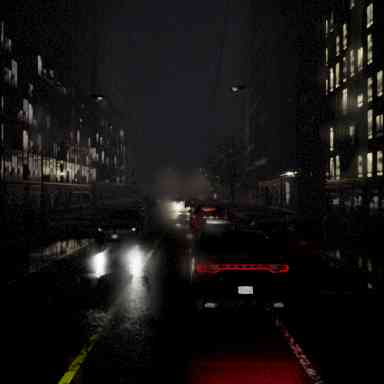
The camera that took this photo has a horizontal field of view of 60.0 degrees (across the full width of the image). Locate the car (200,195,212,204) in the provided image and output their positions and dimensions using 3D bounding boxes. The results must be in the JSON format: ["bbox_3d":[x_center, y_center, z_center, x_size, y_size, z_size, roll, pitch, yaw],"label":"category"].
[{"bbox_3d":[2.599,1.401,62.600,1.967,1.590,4.097,0,0,0],"label":"car"}]

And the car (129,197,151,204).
[{"bbox_3d":[-5.741,1.548,34.130,2.008,1.369,4.403,0,0,0],"label":"car"}]

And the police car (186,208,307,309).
[{"bbox_3d":[0.888,1.425,8.111,1.930,1.638,5.238,0,0,0],"label":"police car"}]

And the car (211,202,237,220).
[{"bbox_3d":[2.648,1.581,28.446,1.802,1.307,4.206,0,0,0],"label":"car"}]

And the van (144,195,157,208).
[{"bbox_3d":[-5.757,1.328,45.515,1.690,1.788,3.998,0,0,0],"label":"van"}]

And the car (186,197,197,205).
[{"bbox_3d":[-0.087,1.531,58.761,1.994,1.385,4.181,0,0,0],"label":"car"}]

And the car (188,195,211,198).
[{"bbox_3d":[0.863,1.351,23.970,2.097,1.767,4.553,0,0,0],"label":"car"}]

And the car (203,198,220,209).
[{"bbox_3d":[2.624,1.538,45.523,2.008,1.369,4.403,0,0,0],"label":"car"}]

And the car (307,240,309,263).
[{"bbox_3d":[2.673,1.582,11.368,1.802,1.307,4.206,0,0,0],"label":"car"}]

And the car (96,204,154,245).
[{"bbox_3d":[-3.124,1.525,15.758,1.812,1.442,4.674,0,0,0],"label":"car"}]

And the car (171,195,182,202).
[{"bbox_3d":[-3.111,1.418,74.423,1.882,1.535,5.008,0,0,0],"label":"car"}]

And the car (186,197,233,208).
[{"bbox_3d":[0.872,1.351,17.971,2.097,1.767,4.553,0,0,0],"label":"car"}]

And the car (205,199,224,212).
[{"bbox_3d":[2.632,1.544,39.831,2.008,1.369,4.403,0,0,0],"label":"car"}]

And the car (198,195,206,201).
[{"bbox_3d":[2.566,1.463,85.371,1.887,1.381,4.507,0,0,0],"label":"car"}]

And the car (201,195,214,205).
[{"bbox_3d":[2.607,1.410,56.908,1.967,1.590,4.097,0,0,0],"label":"car"}]

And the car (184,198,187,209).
[{"bbox_3d":[-0.052,1.588,45.646,1.895,1.301,4.718,0,0,0],"label":"car"}]
